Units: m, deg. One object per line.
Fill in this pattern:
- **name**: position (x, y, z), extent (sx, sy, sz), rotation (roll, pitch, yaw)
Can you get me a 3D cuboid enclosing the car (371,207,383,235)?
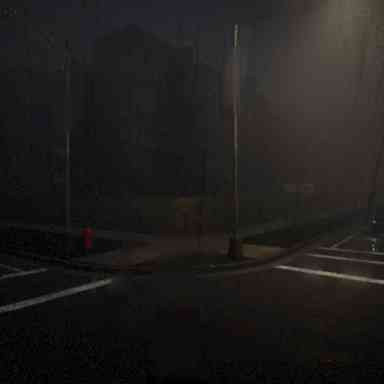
- **car**: position (11.128, 1.525, 18.352), extent (1.812, 1.442, 4.674), rotation (0, 0, 35)
